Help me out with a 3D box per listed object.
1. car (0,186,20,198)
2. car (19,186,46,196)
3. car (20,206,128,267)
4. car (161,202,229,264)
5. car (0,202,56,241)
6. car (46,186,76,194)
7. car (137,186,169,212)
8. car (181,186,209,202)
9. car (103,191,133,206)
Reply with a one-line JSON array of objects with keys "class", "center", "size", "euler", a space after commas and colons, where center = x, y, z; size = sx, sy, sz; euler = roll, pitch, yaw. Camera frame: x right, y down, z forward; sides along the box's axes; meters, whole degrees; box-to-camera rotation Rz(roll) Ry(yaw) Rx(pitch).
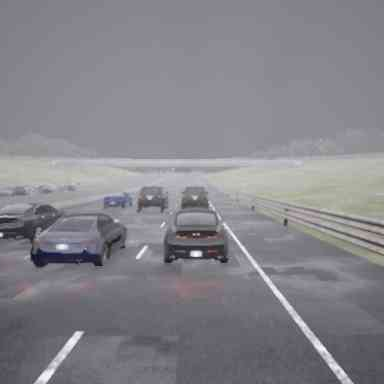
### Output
[{"class": "car", "center": [-24.316, -0.038, 45.018], "size": [2.097, 1.767, 4.553], "euler": [0, 3, 1]}, {"class": "car", "center": [-20.816, 0.091, 45.320], "size": [2.128, 1.511, 4.902], "euler": [0, 2, 1]}, {"class": "car", "center": [-3.367, 1.354, 10.677], "size": [1.994, 1.385, 4.181], "euler": [0, 1, 1]}, {"class": "car", "center": [0.137, 1.290, 10.990], "size": [1.837, 1.490, 4.892], "euler": [0, 1, 1]}, {"class": "car", "center": [-6.832, 1.210, 14.274], "size": [1.837, 1.490, 4.892], "euler": [0, 1, 0]}, {"class": "car", "center": [-17.320, -0.038, 45.032], "size": [2.097, 1.767, 4.553], "euler": [0, 3, 1]}, {"class": "car", "center": [-3.249, 0.509, 28.332], "size": [2.150, 2.045, 5.566], "euler": [0, 2, 0]}, {"class": "car", "center": [0.249, 0.513, 28.249], "size": [2.150, 2.045, 5.566], "euler": [0, 2, 1]}, {"class": "car", "center": [-6.734, 0.680, 30.742], "size": [1.882, 1.535, 5.008], "euler": [0, 2, 0]}]
